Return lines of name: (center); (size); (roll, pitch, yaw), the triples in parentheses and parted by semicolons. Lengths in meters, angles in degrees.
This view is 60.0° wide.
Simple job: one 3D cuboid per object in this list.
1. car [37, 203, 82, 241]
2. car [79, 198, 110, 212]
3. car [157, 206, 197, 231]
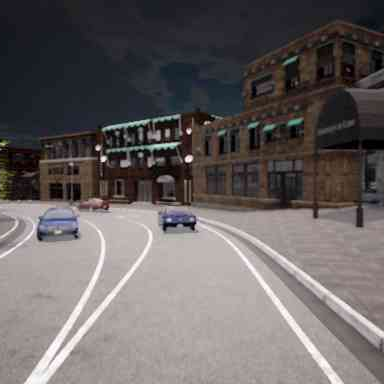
car: (-6.803, 1.542, 17.143); (1.812, 1.442, 4.674); (-1, 0, -20)
car: (-10.739, 1.358, 35.934); (4.674, 1.442, 1.812); (0, 1, 42)
car: (-1.051, 1.511, 20.060); (1.895, 1.301, 4.718); (-1, 1, -11)
